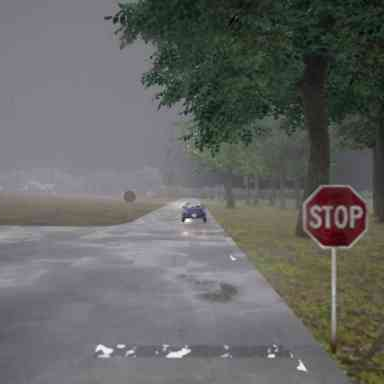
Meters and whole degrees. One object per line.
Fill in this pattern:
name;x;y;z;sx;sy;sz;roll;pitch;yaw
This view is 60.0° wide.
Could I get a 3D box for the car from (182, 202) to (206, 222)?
car;0.164;1.542;26.687;1.812;1.442;4.674;0;0;0
